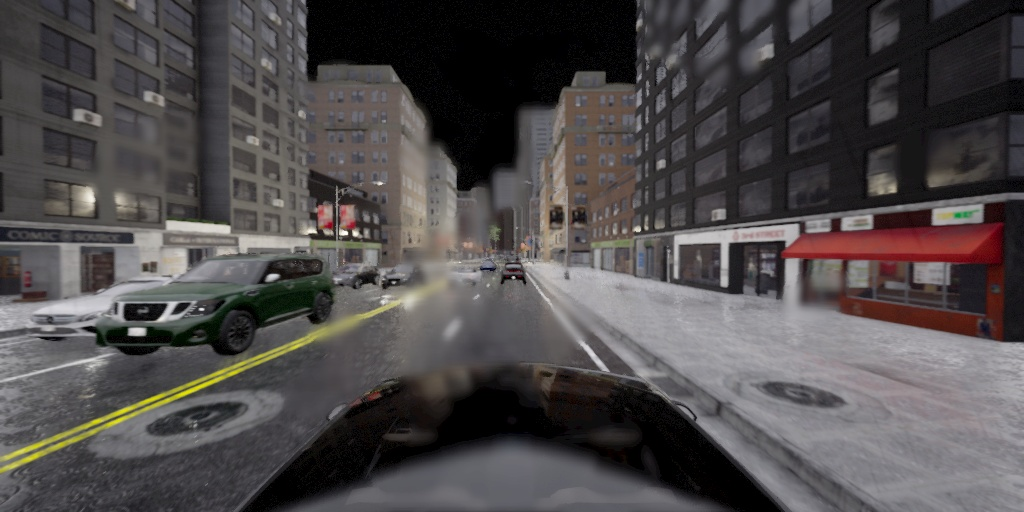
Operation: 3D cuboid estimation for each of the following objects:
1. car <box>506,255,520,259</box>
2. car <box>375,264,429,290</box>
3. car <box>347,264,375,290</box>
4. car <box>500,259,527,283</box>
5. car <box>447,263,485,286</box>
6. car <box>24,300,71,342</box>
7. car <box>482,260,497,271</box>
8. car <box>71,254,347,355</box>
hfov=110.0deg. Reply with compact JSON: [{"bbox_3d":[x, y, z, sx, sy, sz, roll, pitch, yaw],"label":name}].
[{"bbox_3d":[0.122,0.931,49.282,2.150,2.045,5.566,0,0,0],"label":"car"},{"bbox_3d":[-6.525,1.251,22.322,1.837,1.490,4.892,0,-1,1],"label":"car"},{"bbox_3d":[-9.775,1.235,22.329,2.128,1.511,4.902,0,0,1],"label":"car"},{"bbox_3d":[0.111,1.250,27.729,1.837,1.490,4.892,0,1,0],"label":"car"},{"bbox_3d":[-3.158,1.344,24.799,1.895,1.301,4.718,0,0,0],"label":"car"},{"bbox_3d":[-9.834,1.272,9.934,1.812,1.442,4.674,0,0,0],"label":"car"},{"bbox_3d":[-3.130,1.275,48.131,1.994,1.385,4.181,0,0,0],"label":"car"},{"bbox_3d":[-6.591,0.968,9.051,2.150,2.045,5.566,0,0,0],"label":"car"}]
